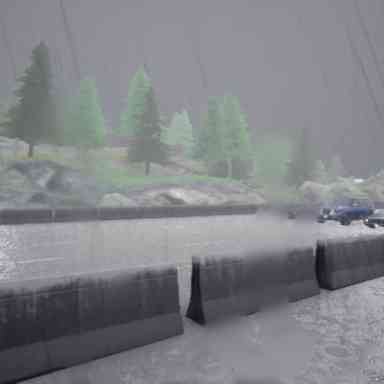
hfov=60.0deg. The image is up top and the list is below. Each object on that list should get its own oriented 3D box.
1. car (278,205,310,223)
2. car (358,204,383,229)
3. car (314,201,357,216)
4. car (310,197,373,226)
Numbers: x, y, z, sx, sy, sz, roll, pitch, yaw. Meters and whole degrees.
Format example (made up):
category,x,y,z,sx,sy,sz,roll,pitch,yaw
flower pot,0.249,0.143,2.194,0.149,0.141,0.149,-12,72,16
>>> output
category,x,y,z,sx,sy,sz,roll,pitch,yaw
car,9.349,1.781,27.855,4.718,1.301,1.895,1,0,-35
car,13.742,1.732,22.393,5.357,1.411,2.033,1,0,-35
car,15.867,1.752,36.788,4.902,1.511,2.128,1,0,-35
car,11.746,1.406,25.267,5.566,2.045,2.150,1,0,-35
